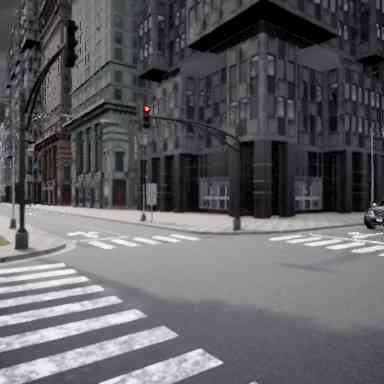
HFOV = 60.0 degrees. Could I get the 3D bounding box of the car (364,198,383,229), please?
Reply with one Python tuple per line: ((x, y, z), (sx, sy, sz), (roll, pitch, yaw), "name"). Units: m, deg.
((13.099, 1.300, 21.034), (5.566, 2.045, 2.150), (0, 0, -37), "car")
